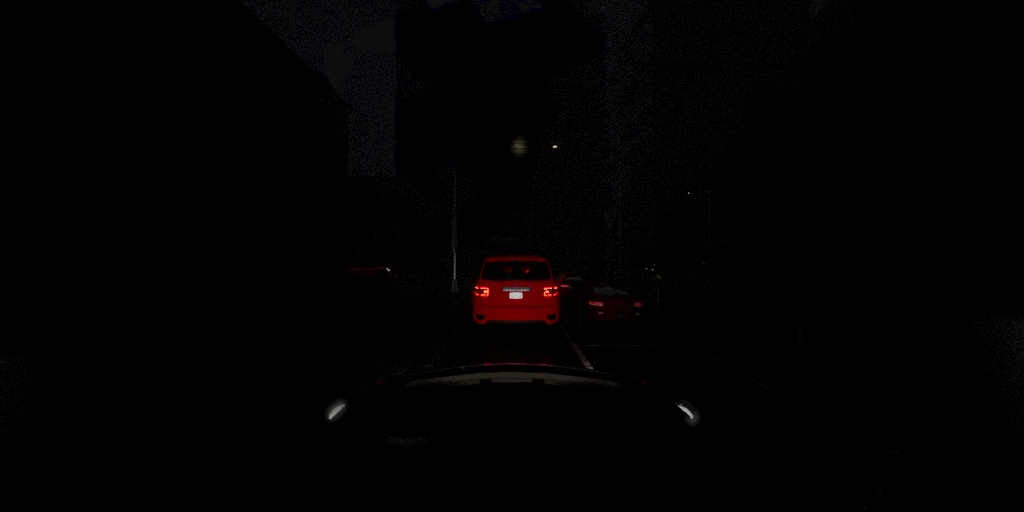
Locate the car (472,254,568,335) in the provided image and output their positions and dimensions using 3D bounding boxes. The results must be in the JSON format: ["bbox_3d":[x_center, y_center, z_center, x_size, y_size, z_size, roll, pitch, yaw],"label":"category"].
[{"bbox_3d":[0.120,0.979,10.679,2.150,2.045,5.566,0,0,1],"label":"car"}]

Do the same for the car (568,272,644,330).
[{"bbox_3d":[2.667,1.339,10.933,1.802,1.307,4.207,0,0,0],"label":"car"}]

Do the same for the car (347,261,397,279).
[{"bbox_3d":[-12.867,1.235,32.669,4.553,1.767,2.097,-1,-1,0],"label":"car"}]

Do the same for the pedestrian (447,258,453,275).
[{"bbox_3d":[-6.701,1.072,38.487,0.375,1.860,0.375,0,-1,0],"label":"pedestrian"}]

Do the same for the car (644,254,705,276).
[{"bbox_3d":[16.044,0.880,35.406,5.566,2.045,2.150,0,-1,0],"label":"car"}]
